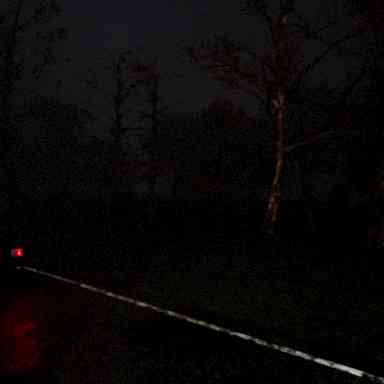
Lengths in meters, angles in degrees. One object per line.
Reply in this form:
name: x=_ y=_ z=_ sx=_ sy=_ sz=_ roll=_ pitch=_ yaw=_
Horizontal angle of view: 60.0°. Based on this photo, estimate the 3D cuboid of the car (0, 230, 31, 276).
car: x=-5.953 y=1.252 z=7.952 sx=4.718 sy=1.301 sz=1.895 roll=2 pitch=1 yaw=35
